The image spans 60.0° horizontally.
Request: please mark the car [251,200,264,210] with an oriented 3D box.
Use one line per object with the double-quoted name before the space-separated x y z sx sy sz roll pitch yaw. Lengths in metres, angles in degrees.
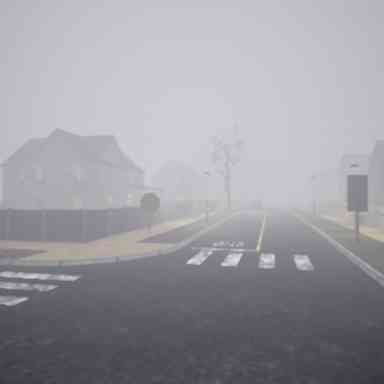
"car" 10.035 2.000 51.060 2.128 1.511 4.902 0 -1 14
